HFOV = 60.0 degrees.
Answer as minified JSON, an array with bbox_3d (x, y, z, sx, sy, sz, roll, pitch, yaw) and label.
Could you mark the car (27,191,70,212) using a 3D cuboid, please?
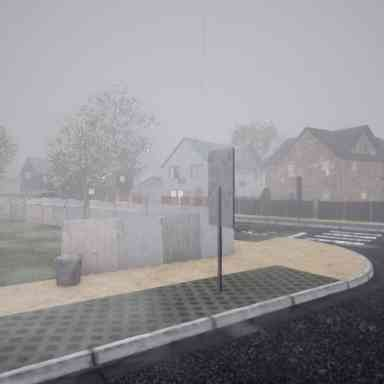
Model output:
[{"bbox_3d":[-13.976,0.961,31.969,5.566,2.045,2.150,1,1,39],"label":"car"}]
